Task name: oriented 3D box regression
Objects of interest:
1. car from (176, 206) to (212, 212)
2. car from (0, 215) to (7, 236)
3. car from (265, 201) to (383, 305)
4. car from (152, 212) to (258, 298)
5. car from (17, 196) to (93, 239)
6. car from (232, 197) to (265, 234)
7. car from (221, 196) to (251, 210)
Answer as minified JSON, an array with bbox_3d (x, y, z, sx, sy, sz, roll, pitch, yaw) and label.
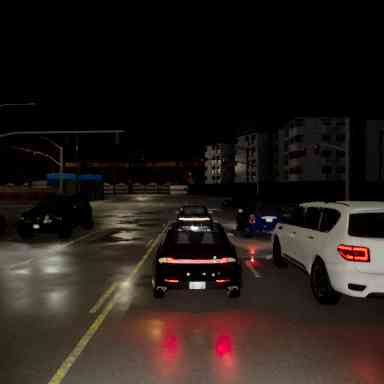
[{"bbox_3d":[0.113,1.473,17.946,2.128,1.511,4.902,0,0,0],"label":"car"},{"bbox_3d":[-10.535,1.539,15.532,1.812,1.442,4.674,0,0,1],"label":"car"},{"bbox_3d":[3.595,1.220,8.246,2.150,2.045,5.566,0,0,0],"label":"car"},{"bbox_3d":[0.103,1.499,8.534,2.128,1.511,4.902,0,0,0],"label":"car"},{"bbox_3d":[-7.007,1.222,17.764,2.150,2.045,5.566,0,0,0],"label":"car"},{"bbox_3d":[3.611,1.328,17.669,2.097,1.767,4.553,0,0,0],"label":"car"},{"bbox_3d":[5.801,1.247,38.265,4.892,1.490,1.837,1,1,-1],"label":"car"}]
